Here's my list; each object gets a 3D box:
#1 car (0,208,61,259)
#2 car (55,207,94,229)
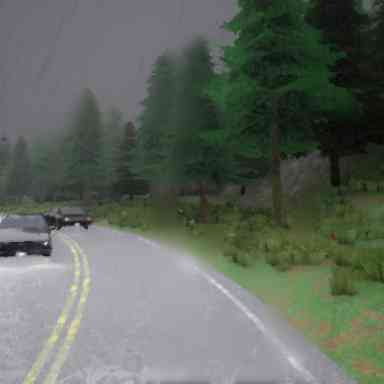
[{"bbox_3d":[-6.329,1.503,12.604,2.033,1.411,5.357,1,0,-25],"label":"car"},{"bbox_3d":[-7.945,1.578,20.949,1.895,1.301,4.718,2,-1,-38],"label":"car"}]
